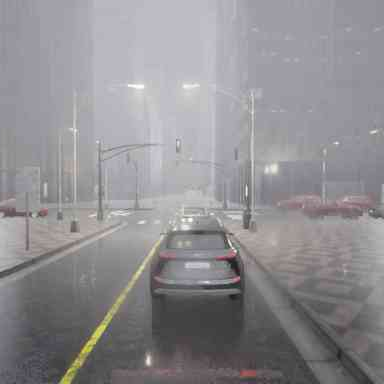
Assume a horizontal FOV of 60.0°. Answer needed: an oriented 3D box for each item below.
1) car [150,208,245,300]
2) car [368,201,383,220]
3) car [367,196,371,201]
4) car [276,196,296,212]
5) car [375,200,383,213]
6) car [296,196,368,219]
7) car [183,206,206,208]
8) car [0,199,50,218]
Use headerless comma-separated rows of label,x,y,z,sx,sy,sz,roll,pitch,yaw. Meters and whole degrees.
car,0.124,1.428,8.407,2.033,1.649,4.856,0,0,1
car,17.820,1.742,29.188,4.313,1.339,1.947,0,1,0
car,17.822,1.353,37.709,5.009,1.841,2.192,0,1,0
car,12.179,1.325,37.703,5.009,1.841,2.192,0,1,0
car,23.464,1.633,37.717,4.313,1.339,1.947,0,1,0
car,12.178,1.463,29.179,5.009,1.841,2.192,0,1,0
car,0.129,1.507,17.493,1.837,1.490,4.892,0,0,0
car,-14.864,1.567,29.153,4.507,1.381,1.887,0,1,0
